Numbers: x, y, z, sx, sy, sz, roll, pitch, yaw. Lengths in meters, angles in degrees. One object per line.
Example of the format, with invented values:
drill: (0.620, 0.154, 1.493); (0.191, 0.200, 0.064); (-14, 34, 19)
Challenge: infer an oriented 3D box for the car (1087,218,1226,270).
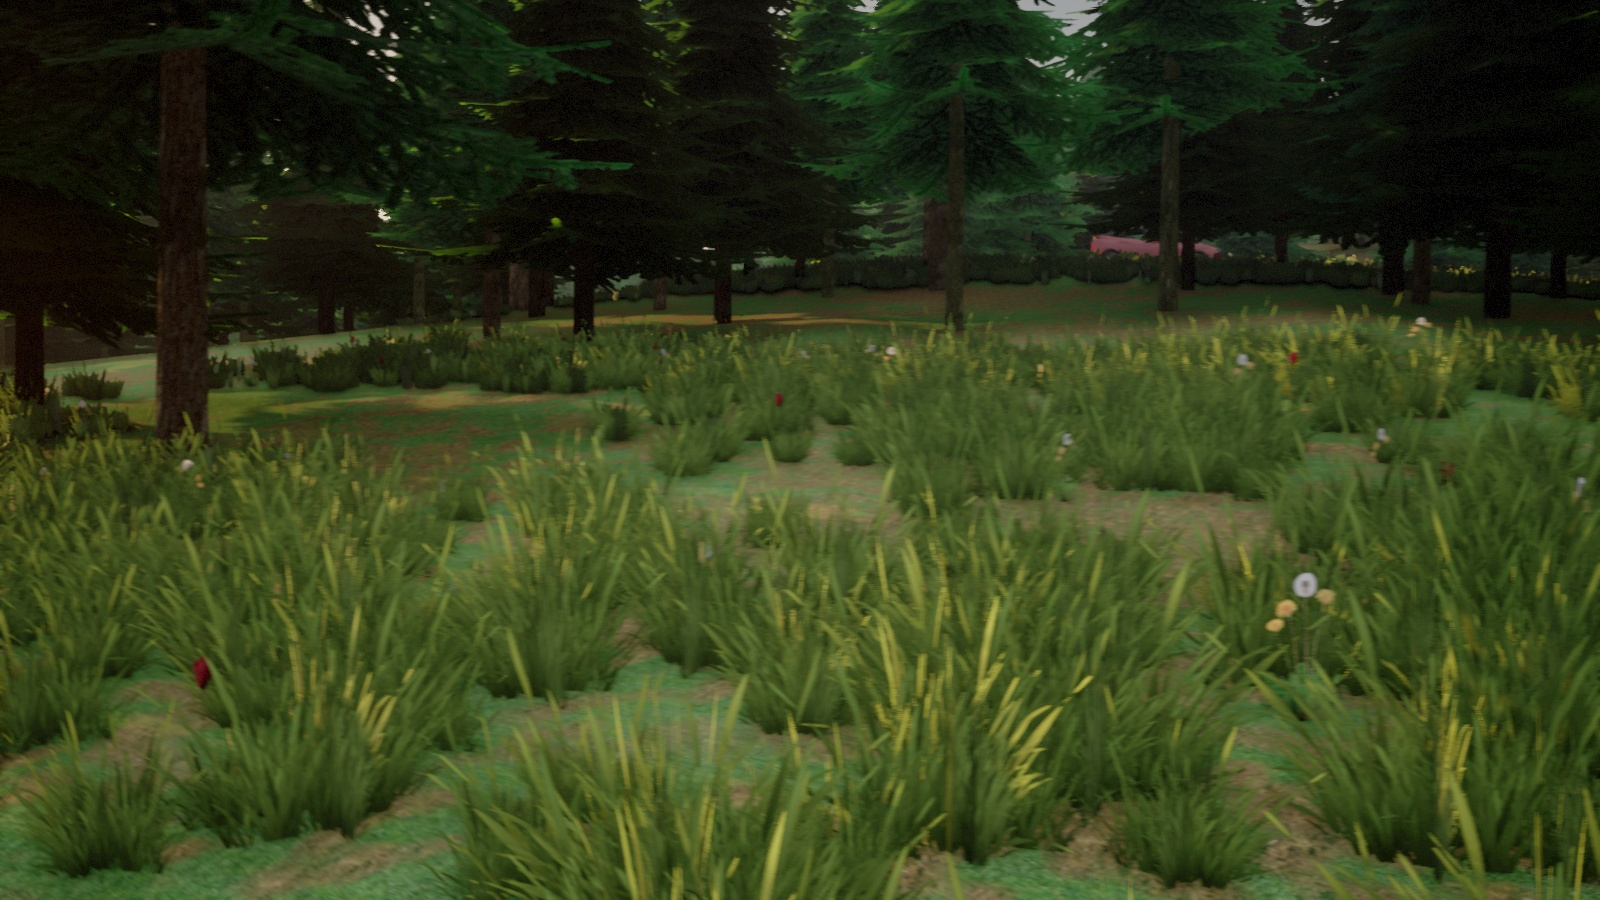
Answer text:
car: (12.470, -7.191, 43.901); (4.514, 1.525, 2.007); (3, 2, 18)
